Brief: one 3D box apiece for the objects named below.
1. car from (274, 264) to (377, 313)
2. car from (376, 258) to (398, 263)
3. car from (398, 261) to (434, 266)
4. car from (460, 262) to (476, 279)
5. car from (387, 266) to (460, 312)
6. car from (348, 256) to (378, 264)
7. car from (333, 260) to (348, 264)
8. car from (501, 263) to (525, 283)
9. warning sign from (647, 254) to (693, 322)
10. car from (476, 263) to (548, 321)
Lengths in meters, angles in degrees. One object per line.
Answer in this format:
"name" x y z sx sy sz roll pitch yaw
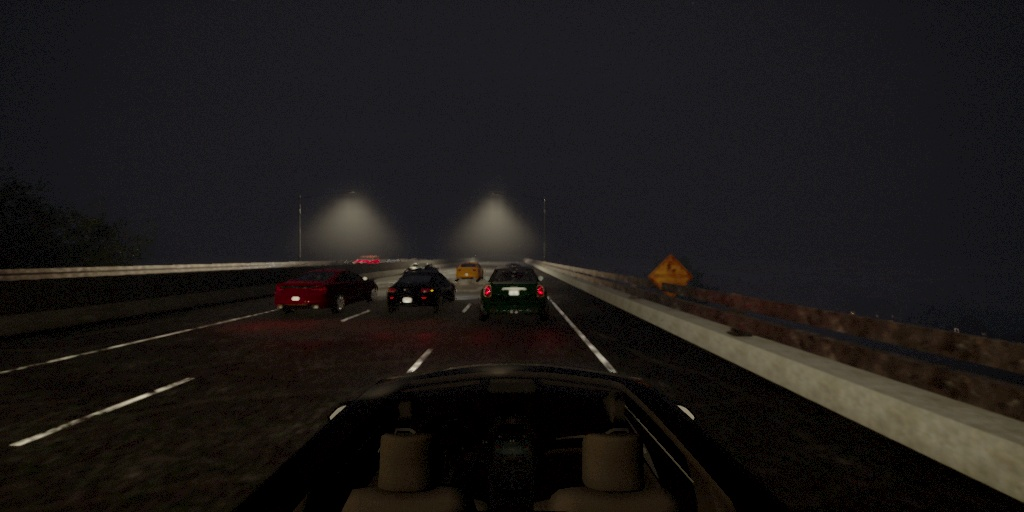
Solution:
"car" -6.920 1.237 13.952 1.882 1.535 5.008 0 -1 0
"car" -17.538 1.262 52.564 2.128 1.511 4.902 0 0 0
"car" -6.918 1.258 28.031 2.128 1.511 4.902 0 0 0
"car" -3.411 1.244 29.524 1.882 1.535 5.008 0 0 0
"car" -3.420 1.285 14.053 1.812 1.442 4.674 0 0 0
"car" -21.035 0.990 52.062 2.150 2.045 5.566 0 0 1
"car" -24.533 1.274 51.989 1.837 1.490 4.892 0 0 0
"car" 0.086 1.292 29.072 1.812 1.442 4.674 0 0 0
"warning sign" 4.554 0.872 10.365 1.300 1.860 1.060 0 0 0
"car" 0.074 1.109 12.716 2.097 1.767 4.553 0 0 0
